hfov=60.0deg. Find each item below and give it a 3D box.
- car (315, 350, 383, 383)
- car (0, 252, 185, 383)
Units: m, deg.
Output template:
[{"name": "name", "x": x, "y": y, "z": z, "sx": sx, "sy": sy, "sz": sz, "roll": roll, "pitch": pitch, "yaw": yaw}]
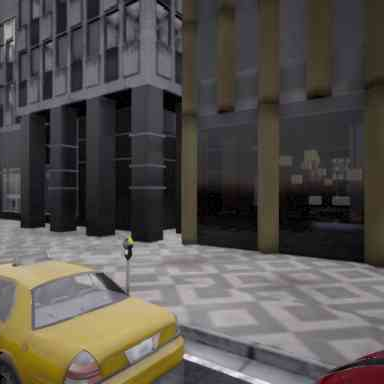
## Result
[{"name": "car", "x": 2.364, "y": 1.440, "z": 1.274, "sx": 4.097, "sy": 1.590, "sz": 1.967, "roll": 0, "pitch": 0, "yaw": 36}, {"name": "car", "x": -2.367, "y": 1.525, "z": 4.649, "sx": 4.829, "sy": 1.417, "sz": 1.752, "roll": 0, "pitch": 0, "yaw": 36}]
